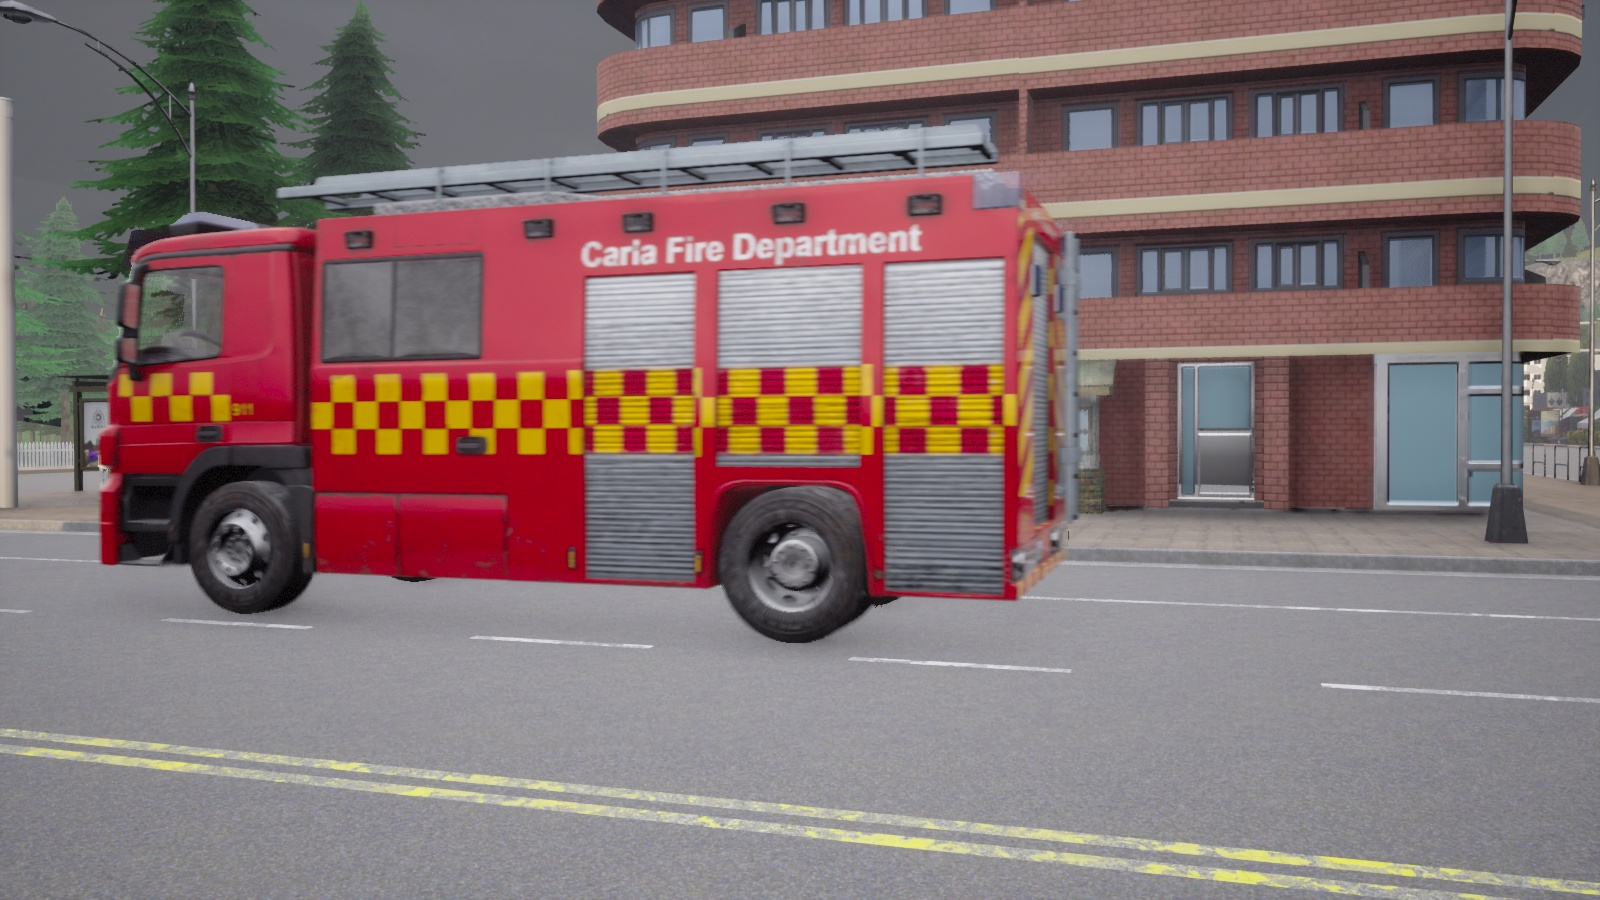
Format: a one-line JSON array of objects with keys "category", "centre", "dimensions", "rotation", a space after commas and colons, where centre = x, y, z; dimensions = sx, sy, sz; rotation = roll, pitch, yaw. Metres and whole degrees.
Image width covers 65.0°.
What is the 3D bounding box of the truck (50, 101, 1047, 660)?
[{"category": "truck", "centre": [-2.259, -0.528, 11.319], "dimensions": [8.468, 3.827, 2.891], "rotation": [1, 1, 19]}]
